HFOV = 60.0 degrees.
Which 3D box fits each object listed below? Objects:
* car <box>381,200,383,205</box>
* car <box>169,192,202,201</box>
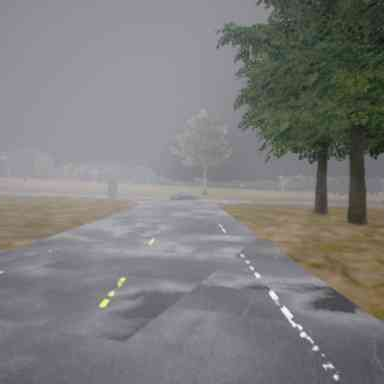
[{"bbox_3d":[37.467,1.717,61.033,5.008,1.535,1.882,2,1,1],"label":"car"},{"bbox_3d":[-1.084,0.786,54.864,5.357,1.411,2.033,1,1,1],"label":"car"}]
